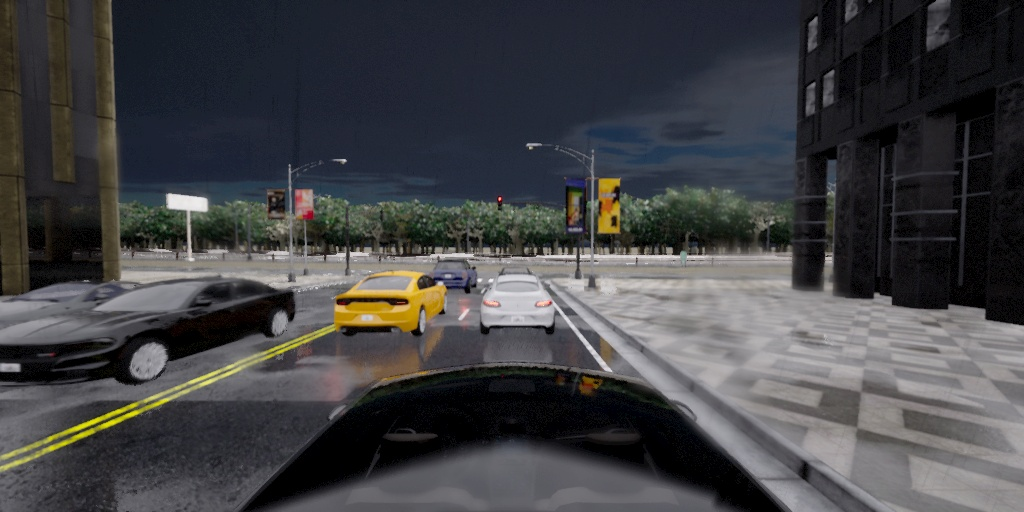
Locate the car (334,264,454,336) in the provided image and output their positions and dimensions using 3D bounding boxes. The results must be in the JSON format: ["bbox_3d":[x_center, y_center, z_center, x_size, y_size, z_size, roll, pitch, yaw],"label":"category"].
[{"bbox_3d":[-3.110,1.165,10.202,1.882,1.535,5.008,0,0,0],"label":"car"}]

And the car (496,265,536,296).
[{"bbox_3d":[0.187,1.220,19.372,1.895,1.301,4.718,0,0,0],"label":"car"}]

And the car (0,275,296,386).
[{"bbox_3d":[-6.532,1.187,7.187,1.882,1.535,5.008,0,0,1],"label":"car"}]

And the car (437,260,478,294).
[{"bbox_3d":[-3.064,0.971,19.383,2.097,1.767,4.553,0,0,0],"label":"car"}]

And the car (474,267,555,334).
[{"bbox_3d":[0.142,1.213,10.210,1.812,1.442,4.674,0,0,0],"label":"car"}]

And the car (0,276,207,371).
[{"bbox_3d":[-9.771,1.267,8.206,1.994,1.385,4.181,0,0,1],"label":"car"}]
